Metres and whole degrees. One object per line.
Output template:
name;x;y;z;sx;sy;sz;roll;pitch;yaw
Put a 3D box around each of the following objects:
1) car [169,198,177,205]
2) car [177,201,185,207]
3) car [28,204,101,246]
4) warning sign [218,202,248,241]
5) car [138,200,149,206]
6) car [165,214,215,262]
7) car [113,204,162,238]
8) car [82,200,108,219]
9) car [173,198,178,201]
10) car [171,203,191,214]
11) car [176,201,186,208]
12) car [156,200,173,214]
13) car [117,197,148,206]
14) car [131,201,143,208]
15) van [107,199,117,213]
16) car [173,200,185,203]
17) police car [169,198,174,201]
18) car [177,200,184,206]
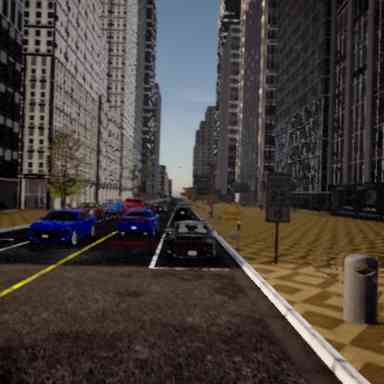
car;-5.119;2.588;91.828;2.150;2.045;5.566;1;-1;-2
car;-2.698;2.834;80.623;1.947;1.339;4.313;1;-1;-2
car;-6.093;1.569;16.108;1.882;1.535;5.008;2;-1;-2
warning sign;2.064;1.485;17.017;1.300;1.860;1.060;2;0;-2
car;-10.861;2.473;74.677;1.947;1.339;4.313;1;-1;-2
car;-0.067;1.784;12.972;2.008;1.369;4.403;1;-1;-2
car;-3.048;1.724;19.492;1.882;1.535;5.008;2;-1;-2
car;-9.190;1.657;29.585;1.967;1.590;4.097;1;-1;-2
car;-2.070;2.451;63.710;1.967;1.590;4.097;1;-1;-2
car;-1.030;2.145;35.517;1.947;1.339;4.313;1;-1;-2
car;-2.281;2.663;69.346;1.947;1.339;4.313;1;-1;-2
car;-3.905;2.150;42.529;2.033;1.411;5.357;2;-1;-2
car;-6.881;1.671;38.990;2.150;2.045;5.566;2;-1;-2
car;-10.444;2.317;63.403;1.802;1.307;4.206;1;-1;-2
van;-9.605;1.732;40.860;1.690;1.788;3.998;1;-1;-2
car;-1.655;2.404;52.432;1.947;1.339;4.313;1;-1;-2
police car;-4.817;2.646;81.877;1.930;1.638;5.238;2;-1;-7
car;-3.115;2.984;91.900;1.887;1.381;4.507;1;-1;-2
